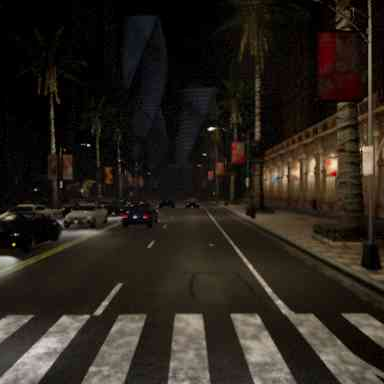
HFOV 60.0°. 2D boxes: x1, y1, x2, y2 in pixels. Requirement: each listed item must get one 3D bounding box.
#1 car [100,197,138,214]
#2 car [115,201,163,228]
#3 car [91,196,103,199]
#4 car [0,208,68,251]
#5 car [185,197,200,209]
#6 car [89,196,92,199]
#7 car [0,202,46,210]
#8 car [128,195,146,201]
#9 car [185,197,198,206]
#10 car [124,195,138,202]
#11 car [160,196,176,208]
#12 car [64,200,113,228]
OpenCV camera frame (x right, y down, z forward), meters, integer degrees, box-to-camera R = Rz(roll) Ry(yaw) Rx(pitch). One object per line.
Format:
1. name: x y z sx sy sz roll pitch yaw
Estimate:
1. car: -6.993 1.543 32.343 2.033 1.411 5.357 0 0 0
2. car: -3.396 1.544 22.394 2.033 1.411 5.357 0 0 0
3. car: -10.472 1.486 41.635 2.128 1.511 4.902 0 0 0
4. car: -7.069 1.562 13.857 1.994 1.385 4.181 0 0 0
5. car: 0.011 1.595 44.415 1.895 1.301 4.718 0 0 -1
6. car: -13.612 1.348 46.841 2.185 1.767 4.553 0 0 -1
7. car: -10.511 1.523 21.255 1.812 1.442 4.674 0 0 0
8. car: -6.973 1.346 42.473 2.097 1.767 4.553 0 0 0
9. car: -0.095 1.540 54.595 2.033 1.411 5.357 0 0 -1
10. car: -13.914 1.471 76.214 2.231 1.521 4.892 0 0 -1
11. car: -3.492 1.345 47.690 2.097 1.767 4.553 0 0 0
12. car: -7.008 1.523 22.450 1.812 1.442 4.674 0 0 0
